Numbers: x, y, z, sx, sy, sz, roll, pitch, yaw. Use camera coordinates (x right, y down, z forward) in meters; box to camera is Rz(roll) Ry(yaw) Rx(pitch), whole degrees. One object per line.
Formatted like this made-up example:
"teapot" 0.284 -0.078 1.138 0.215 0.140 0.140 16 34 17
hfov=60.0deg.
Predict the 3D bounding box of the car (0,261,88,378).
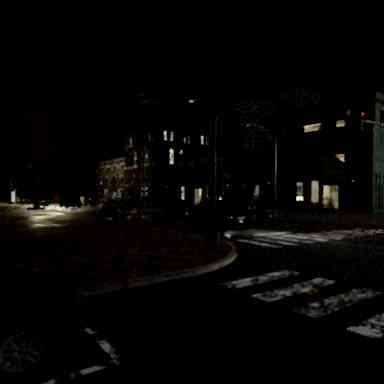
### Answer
"car" -3.588 1.549 3.947 4.507 1.381 1.887 0 1 -35

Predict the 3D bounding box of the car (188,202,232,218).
"car" 1.660 1.643 31.705 1.947 1.339 4.313 0 0 -35

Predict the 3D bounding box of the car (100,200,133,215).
"car" -8.049 1.586 35.340 1.812 1.442 4.674 1 -1 -35

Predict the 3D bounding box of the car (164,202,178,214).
"car" -1.460 1.684 36.209 1.802 1.307 4.206 0 0 -35

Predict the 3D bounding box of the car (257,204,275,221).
"car" 4.781 1.602 27.198 2.008 1.369 4.403 0 0 -35

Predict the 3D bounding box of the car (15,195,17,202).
"car" -40.608 1.819 77.786 1.752 1.417 4.829 0 0 -35

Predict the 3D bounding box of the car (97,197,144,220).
"car" -6.044 1.439 27.657 1.967 1.590 4.097 0 0 -35

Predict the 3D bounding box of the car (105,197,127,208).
"car" -11.651 1.627 50.787 1.967 1.590 4.097 0 0 -35

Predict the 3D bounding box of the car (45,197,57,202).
"car" -36.977 1.953 87.262 2.008 1.369 4.403 0 0 -35

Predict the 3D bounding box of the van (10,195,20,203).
"van" -43.865 1.663 82.490 1.690 1.788 3.998 0 0 -35

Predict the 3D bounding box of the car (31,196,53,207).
"car" -24.805 1.684 54.969 1.752 1.417 4.829 0 0 -35

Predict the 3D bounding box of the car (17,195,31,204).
"car" -34.382 1.806 68.799 1.947 1.339 4.313 0 0 -35

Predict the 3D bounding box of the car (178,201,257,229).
"car" 1.497 1.471 21.552 2.128 1.511 4.902 1 0 -35

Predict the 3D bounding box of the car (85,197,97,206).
"car" -18.013 1.680 59.883 1.967 1.590 4.097 0 0 -35

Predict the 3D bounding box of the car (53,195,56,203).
"car" -33.816 1.690 82.701 2.192 1.841 5.009 0 0 -35

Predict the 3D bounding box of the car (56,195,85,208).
"car" -18.527 1.477 50.640 2.150 2.045 5.566 1 -1 -35
